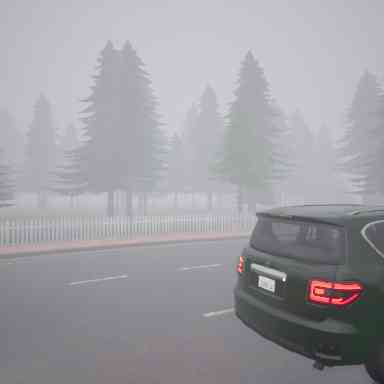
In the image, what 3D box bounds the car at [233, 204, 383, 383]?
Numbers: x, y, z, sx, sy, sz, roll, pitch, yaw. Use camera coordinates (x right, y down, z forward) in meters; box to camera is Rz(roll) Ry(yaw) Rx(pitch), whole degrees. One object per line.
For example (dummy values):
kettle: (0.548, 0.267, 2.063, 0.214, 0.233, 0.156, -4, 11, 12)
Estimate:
car: (3.304, 1.222, 5.349, 5.566, 2.045, 2.150, 0, 0, -27)
